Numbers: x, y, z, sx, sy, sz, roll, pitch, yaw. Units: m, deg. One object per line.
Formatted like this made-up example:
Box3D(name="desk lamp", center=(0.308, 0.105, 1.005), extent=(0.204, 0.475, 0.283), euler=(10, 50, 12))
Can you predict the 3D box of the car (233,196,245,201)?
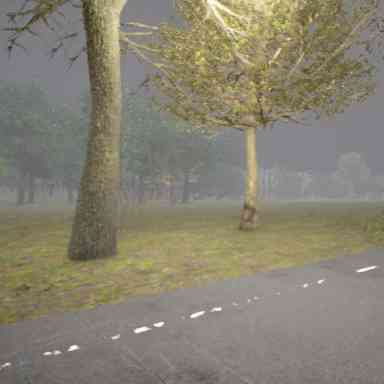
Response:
Box3D(name="car", center=(13.554, 1.821, 93.959), extent=(1.837, 1.490, 4.892), euler=(1, -2, -29))
